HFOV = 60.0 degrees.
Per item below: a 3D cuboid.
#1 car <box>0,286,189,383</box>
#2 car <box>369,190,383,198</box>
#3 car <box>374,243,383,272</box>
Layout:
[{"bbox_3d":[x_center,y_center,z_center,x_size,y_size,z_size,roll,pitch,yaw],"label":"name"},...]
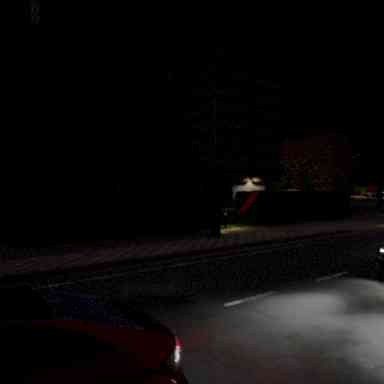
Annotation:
[{"bbox_3d":[-2.069,1.568,2.513,4.181,1.385,1.994,0,0,-35],"label":"car"},{"bbox_3d":[45.582,0.735,79.977,1.970,1.475,3.806,-1,0,-36],"label":"car"},{"bbox_3d":[6.905,1.516,8.922,4.718,1.301,1.895,-1,0,-35],"label":"car"}]
